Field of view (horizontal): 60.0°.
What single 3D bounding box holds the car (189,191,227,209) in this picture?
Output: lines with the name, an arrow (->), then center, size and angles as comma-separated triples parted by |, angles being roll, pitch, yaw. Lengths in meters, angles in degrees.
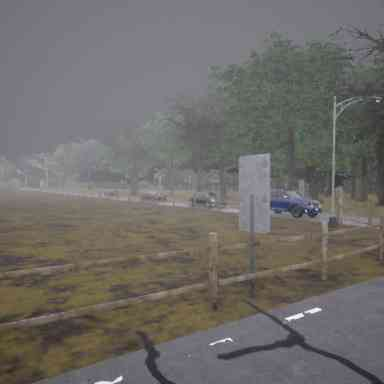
car -> 1.619, 0.733, 34.467 | 2.097, 1.767, 4.553 | 0, 1, -34

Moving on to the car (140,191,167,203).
car -> -5.059, 0.585, 43.876 | 1.882, 1.535, 5.008 | 0, 1, -35

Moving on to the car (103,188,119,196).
car -> -15.539, 0.087, 63.682 | 1.837, 1.490, 4.892 | 0, 1, -35

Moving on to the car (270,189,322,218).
car -> 7.429, 0.839, 26.294 | 2.150, 2.045, 5.566 | 0, 1, -35
